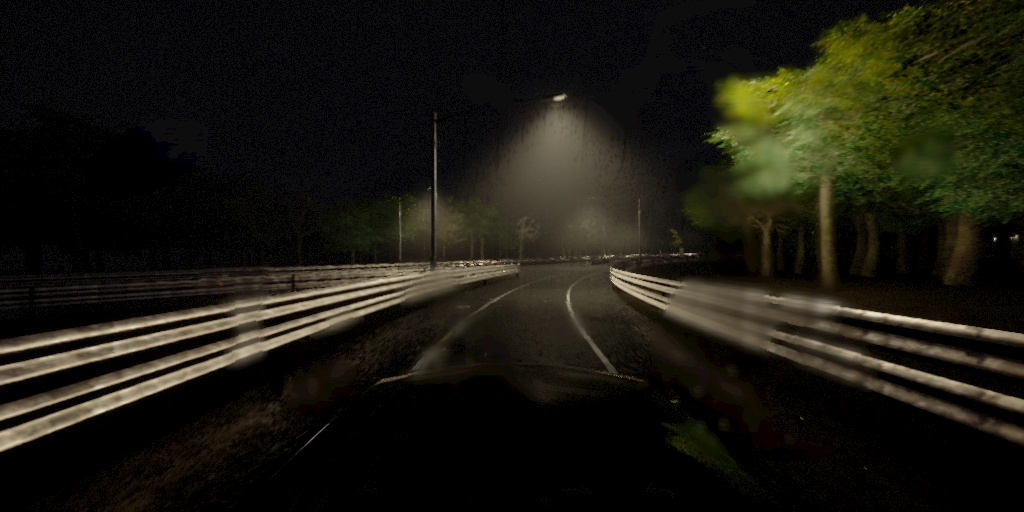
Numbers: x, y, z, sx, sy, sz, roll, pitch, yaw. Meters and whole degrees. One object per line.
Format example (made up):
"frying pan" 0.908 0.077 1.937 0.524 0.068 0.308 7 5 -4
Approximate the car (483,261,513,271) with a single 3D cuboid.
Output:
"car" -2.014 1.425 45.360 1.882 1.535 5.008 0 1 41

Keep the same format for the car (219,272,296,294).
"car" -18.656 1.883 26.499 1.812 1.442 4.674 0 1 41
